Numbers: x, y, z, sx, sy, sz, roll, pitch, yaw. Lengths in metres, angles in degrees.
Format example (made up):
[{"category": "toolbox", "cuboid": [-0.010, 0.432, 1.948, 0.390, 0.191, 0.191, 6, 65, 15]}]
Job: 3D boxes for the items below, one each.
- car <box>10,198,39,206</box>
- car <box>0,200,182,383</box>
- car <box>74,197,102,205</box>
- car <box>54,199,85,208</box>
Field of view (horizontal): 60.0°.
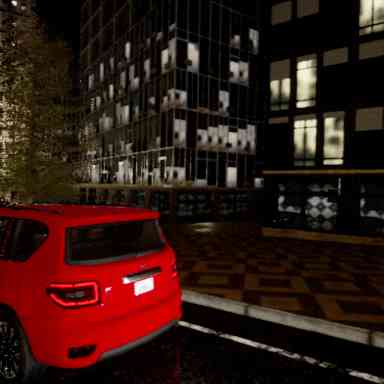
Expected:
[{"category": "car", "cuboid": [-29.562, 1.702, 58.820, 4.403, 1.369, 2.008, 1, 1, -34]}, {"category": "car", "cuboid": [-2.753, 1.215, 5.527, 5.566, 2.045, 2.150, 0, 0, 36]}, {"category": "car", "cuboid": [-20.342, 1.764, 65.123, 4.829, 1.417, 1.752, 1, 1, -34]}, {"category": "car", "cuboid": [-20.437, 1.946, 55.515, 4.507, 1.381, 1.887, 1, 1, -34]}]
